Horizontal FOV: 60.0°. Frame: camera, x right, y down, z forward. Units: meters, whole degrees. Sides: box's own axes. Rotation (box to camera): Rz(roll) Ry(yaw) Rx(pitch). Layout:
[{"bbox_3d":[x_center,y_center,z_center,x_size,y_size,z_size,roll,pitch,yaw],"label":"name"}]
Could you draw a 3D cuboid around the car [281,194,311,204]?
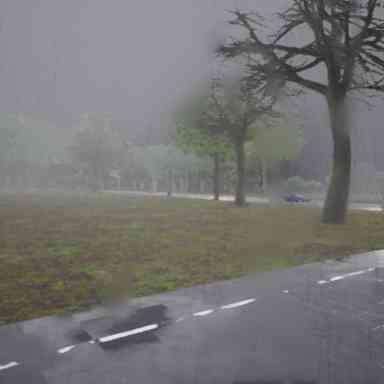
[{"bbox_3d":[16.407,1.019,52.713,1.882,1.535,5.008,-1,2,-35],"label":"car"}]
